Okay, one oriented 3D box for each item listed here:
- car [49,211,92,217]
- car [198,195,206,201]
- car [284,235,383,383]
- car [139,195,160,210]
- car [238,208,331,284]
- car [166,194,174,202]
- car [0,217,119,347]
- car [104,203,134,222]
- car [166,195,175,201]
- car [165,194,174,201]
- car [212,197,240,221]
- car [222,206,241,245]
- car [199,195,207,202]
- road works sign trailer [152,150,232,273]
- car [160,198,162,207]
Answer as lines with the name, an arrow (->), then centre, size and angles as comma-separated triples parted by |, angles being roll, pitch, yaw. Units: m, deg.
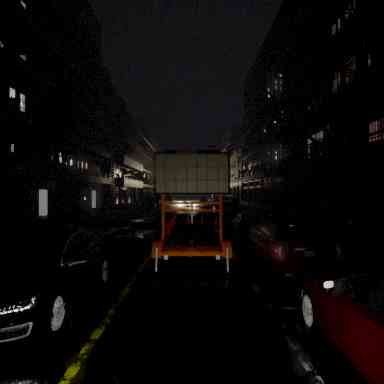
car -> -5.689, 1.568, 15.188 | 1.947, 1.339, 4.313 | 0, 0, 0
car -> 2.694, 1.534, 88.458 | 1.887, 1.381, 4.507 | 0, 0, 0
car -> 2.692, 1.546, 3.912 | 1.887, 1.381, 4.507 | 0, 0, 0
car -> -5.688, 1.441, 43.372 | 1.967, 1.590, 4.097 | 0, 0, 0
car -> 2.692, 1.442, 9.549 | 1.967, 1.590, 4.097 | 0, 0, 0
car -> -5.686, 1.308, 77.190 | 2.192, 1.841, 5.009 | 0, 0, 0
car -> -3.000, 1.506, 6.683 | 1.837, 1.490, 4.892 | 0, 0, 0
car -> -5.689, 1.528, 26.291 | 1.752, 1.417, 4.829 | 0, 0, 0
car -> -5.687, 1.534, 88.463 | 1.887, 1.381, 4.507 | 0, 0, 0
car -> -5.687, 1.431, 82.825 | 1.967, 1.590, 4.097 | 0, 0, 0
car -> 2.693, 1.317, 26.458 | 2.192, 1.841, 5.009 | 0, 0, 0
car -> 2.692, 1.553, 15.185 | 2.008, 1.369, 4.403 | 0, 0, 0
car -> 2.693, 1.518, 77.356 | 1.752, 1.417, 4.829 | 0, 0, 0
road works sign trailer -> 0.000, 0.466, 10.682 | 2.380, 3.560, 2.880 | 0, 0, 0
car -> -5.687, 1.315, 49.008 | 2.192, 1.841, 5.009 | 0, 0, 0
